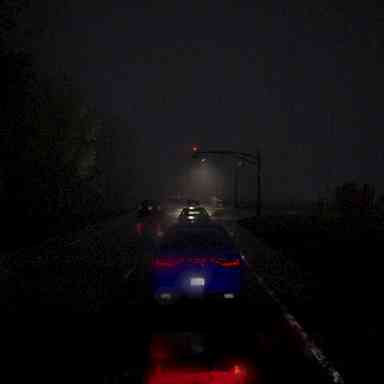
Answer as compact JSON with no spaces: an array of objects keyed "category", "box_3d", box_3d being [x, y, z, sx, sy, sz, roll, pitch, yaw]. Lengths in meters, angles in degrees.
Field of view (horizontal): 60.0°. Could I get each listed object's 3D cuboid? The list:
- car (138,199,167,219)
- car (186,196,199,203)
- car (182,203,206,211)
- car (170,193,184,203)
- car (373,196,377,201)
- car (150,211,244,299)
[{"category":"car","box_3d":[-3.389,1.357,28.970,2.097,1.767,4.553,0,0,0]},{"category":"car","box_3d":[0.144,1.510,56.255,1.837,1.490,4.892,-1,0,-1]},{"category":"car","box_3d":[0.110,1.552,18.177,2.033,1.411,5.357,0,0,0]},{"category":"car","box_3d":[-3.375,1.222,68.572,2.150,2.045,5.566,0,0,0]},{"category":"car","box_3d":[19.917,1.496,40.730,5.566,2.045,2.150,1,-1,0]},{"category":"car","box_3d":[0.103,1.480,8.501,1.882,1.535,5.008,0,0,0]}]
